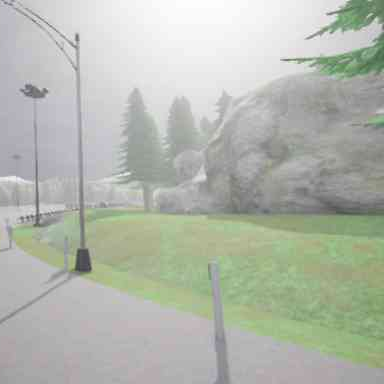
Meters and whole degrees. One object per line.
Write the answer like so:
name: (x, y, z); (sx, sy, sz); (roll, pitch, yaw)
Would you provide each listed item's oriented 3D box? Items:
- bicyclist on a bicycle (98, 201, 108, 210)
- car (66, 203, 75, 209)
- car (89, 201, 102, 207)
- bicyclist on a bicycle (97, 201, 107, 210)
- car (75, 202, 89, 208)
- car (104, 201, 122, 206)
bicyclist on a bicycle: (-16.121, 2.499, 60.270); (1.656, 1.620, 0.582); (-1, -3, 23)
car: (-30.624, 3.448, 85.118); (1.882, 1.535, 5.008); (-2, -1, 2)
car: (-23.632, 3.240, 84.852); (2.033, 1.411, 5.357); (-2, -1, 2)
bicyclist on a bicycle: (-16.158, 2.487, 59.278); (1.656, 1.620, 0.582); (-1, -1, -5)
car: (-27.128, 3.361, 84.985); (2.128, 1.511, 4.902); (-2, -1, 2)
car: (-20.139, 3.065, 84.720); (1.837, 1.490, 4.892); (-2, -1, 2)
